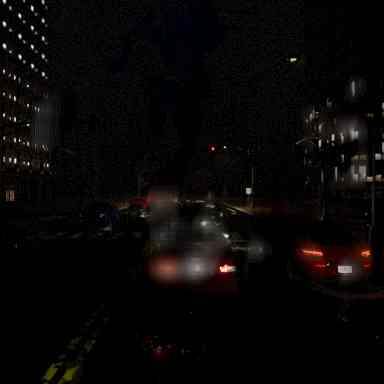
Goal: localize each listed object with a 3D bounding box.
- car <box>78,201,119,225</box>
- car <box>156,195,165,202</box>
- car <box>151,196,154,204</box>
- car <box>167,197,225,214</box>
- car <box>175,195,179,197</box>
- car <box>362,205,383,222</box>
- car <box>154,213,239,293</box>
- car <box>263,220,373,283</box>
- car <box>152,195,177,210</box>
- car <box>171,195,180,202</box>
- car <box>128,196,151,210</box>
[{"bbox_3d":[-6.633,1.452,24.041,1.882,1.535,5.008,0,0,0],"label":"car"},{"bbox_3d":[-6.767,1.423,71.930,1.812,1.442,4.674,0,0,-2],"label":"car"},{"bbox_3d":[-6.687,1.410,57.752,1.882,1.535,5.008,0,0,0],"label":"car"},{"bbox_3d":[0.564,1.471,27.325,2.128,1.511,4.902,-1,1,-43],"label":"car"},{"bbox_3d":[-3.438,1.285,57.867,2.097,1.767,4.553,0,0,0],"label":"car"},{"bbox_3d":[16.075,1.617,26.858,4.181,1.385,1.994,0,0,1],"label":"car"},{"bbox_3d":[0.085,1.544,8.974,2.033,1.411,5.357,0,0,0],"label":"car"},{"bbox_3d":[3.334,1.522,9.559,1.812,1.442,4.674,0,0,0],"label":"car"},{"bbox_3d":[-3.419,1.511,42.457,2.033,1.411,5.357,0,0,0],"label":"car"},{"bbox_3d":[-3.571,1.389,73.557,1.837,1.490,4.892,0,0,-2],"label":"car"},{"bbox_3d":[-6.666,1.443,41.599,1.882,1.535,5.008,0,0,0],"label":"car"}]
